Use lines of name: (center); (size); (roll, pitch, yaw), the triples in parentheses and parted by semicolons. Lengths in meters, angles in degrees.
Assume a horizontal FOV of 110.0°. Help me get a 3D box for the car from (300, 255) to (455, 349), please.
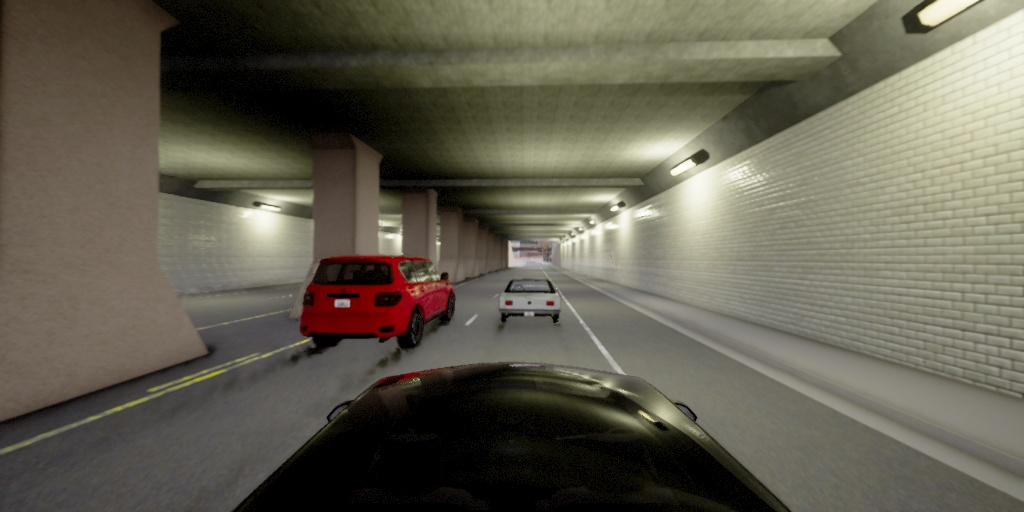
car: (-3.046, 1.008, 9.419); (2.150, 2.045, 5.566); (0, 0, 3)

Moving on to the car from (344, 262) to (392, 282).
car: (-12.441, 1.363, 31.351); (1.882, 1.535, 5.008); (0, 0, 4)

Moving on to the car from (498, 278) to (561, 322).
car: (0.644, 1.434, 12.739); (1.895, 1.301, 4.718); (0, 0, 3)
